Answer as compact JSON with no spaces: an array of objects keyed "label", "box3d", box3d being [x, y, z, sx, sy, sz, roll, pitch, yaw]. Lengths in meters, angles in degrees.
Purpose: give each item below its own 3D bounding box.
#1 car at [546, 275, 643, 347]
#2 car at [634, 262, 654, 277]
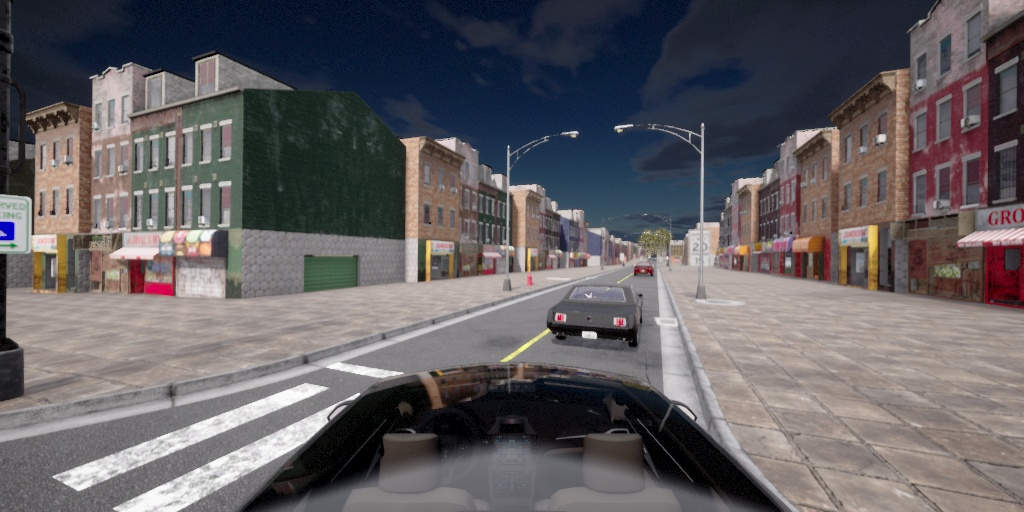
[{"label":"car","box3d":[2.431,1.341,9.442,1.895,1.301,4.718,1,0,22]},{"label":"car","box3d":[14.301,1.376,38.841,1.882,1.535,5.008,1,0,22]}]
